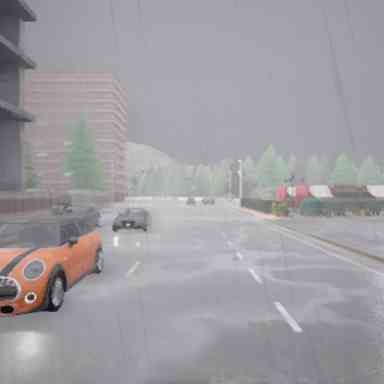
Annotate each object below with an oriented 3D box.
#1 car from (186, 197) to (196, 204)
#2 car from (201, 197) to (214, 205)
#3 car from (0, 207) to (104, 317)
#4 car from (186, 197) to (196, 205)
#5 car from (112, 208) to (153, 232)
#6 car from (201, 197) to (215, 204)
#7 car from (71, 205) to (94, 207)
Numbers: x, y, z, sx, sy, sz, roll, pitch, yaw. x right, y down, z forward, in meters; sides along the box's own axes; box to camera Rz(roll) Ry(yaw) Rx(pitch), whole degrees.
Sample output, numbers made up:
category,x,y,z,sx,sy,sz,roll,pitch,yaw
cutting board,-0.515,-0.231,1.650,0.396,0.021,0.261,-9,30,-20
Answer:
category,x,y,z,sx,sy,sz,roll,pitch,yaw
car,-0.261,1.921,77.725,2.128,1.511,4.902,0,0,1
car,3.356,1.895,67.354,1.812,1.442,4.674,0,0,0
car,-3.611,1.399,7.807,2.097,1.767,4.553,0,0,0
car,-0.143,1.926,67.311,2.033,1.411,5.357,0,0,0
car,-3.615,1.677,20.863,1.994,1.385,4.181,0,0,0
car,3.654,1.854,77.440,1.882,1.535,5.008,0,0,-17
car,-7.114,1.627,21.055,1.837,1.490,4.892,0,-1,0
